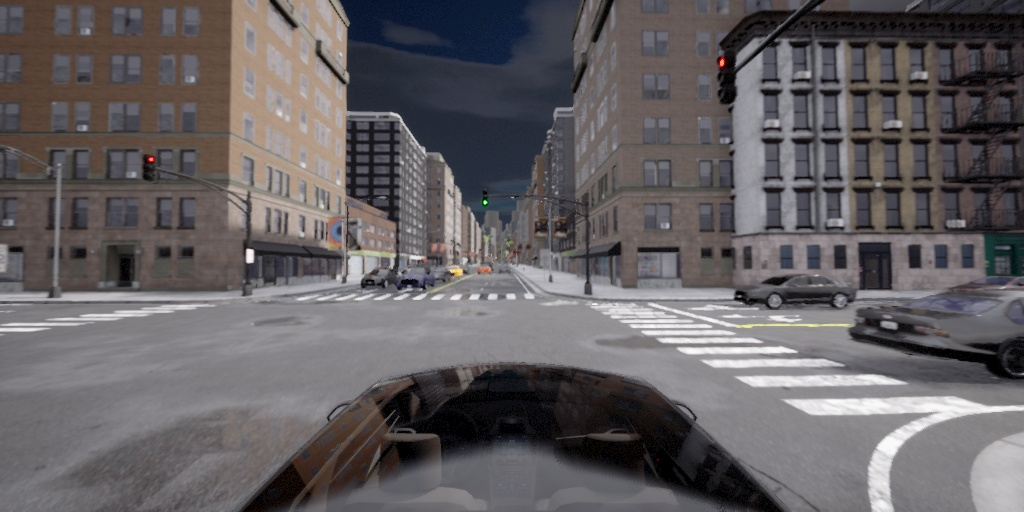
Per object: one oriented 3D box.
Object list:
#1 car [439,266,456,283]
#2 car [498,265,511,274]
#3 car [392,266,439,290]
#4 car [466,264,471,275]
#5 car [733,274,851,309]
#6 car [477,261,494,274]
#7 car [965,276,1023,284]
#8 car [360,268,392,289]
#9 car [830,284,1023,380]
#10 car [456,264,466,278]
[{"bbox_3d":[-7.345,1.857,36.365,2.128,1.511,4.902,0,-1,-1],"label":"car"},{"bbox_3d":[-1.261,2.198,59.408,2.128,1.511,4.902,0,-1,-1],"label":"car"},{"bbox_3d":[-7.192,1.570,27.230,2.097,1.767,4.553,0,-1,-1],"label":"car"},{"bbox_3d":[-7.700,2.038,56.371,2.097,1.767,4.553,0,-1,-1],"label":"car"},{"bbox_3d":[12.753,1.578,16.344,4.892,1.490,1.837,0,-2,-1],"label":"car"},{"bbox_3d":[-4.495,2.059,58.588,2.097,1.767,4.553,0,-1,-1],"label":"car"},{"bbox_3d":[22.714,1.628,16.557,4.181,1.385,1.994,0,-2,0],"label":"car"},{"bbox_3d":[-10.439,1.763,28.851,1.837,1.490,4.892,0,-1,1],"label":"car"},{"bbox_3d":[9.586,1.338,6.623,5.357,1.411,2.033,0,-2,3],"label":"car"},{"bbox_3d":[-7.494,2.004,46.339,1.882,1.535,5.008,0,-1,-1],"label":"car"}]
